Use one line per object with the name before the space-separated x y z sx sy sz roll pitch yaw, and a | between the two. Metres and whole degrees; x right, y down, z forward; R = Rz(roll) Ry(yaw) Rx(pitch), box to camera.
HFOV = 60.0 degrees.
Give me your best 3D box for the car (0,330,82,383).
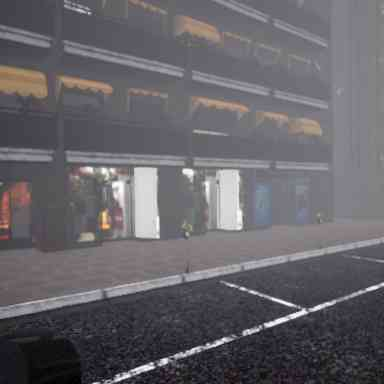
car | -2.800 1.518 1.073 4.892 1.490 1.837 0 0 -36
